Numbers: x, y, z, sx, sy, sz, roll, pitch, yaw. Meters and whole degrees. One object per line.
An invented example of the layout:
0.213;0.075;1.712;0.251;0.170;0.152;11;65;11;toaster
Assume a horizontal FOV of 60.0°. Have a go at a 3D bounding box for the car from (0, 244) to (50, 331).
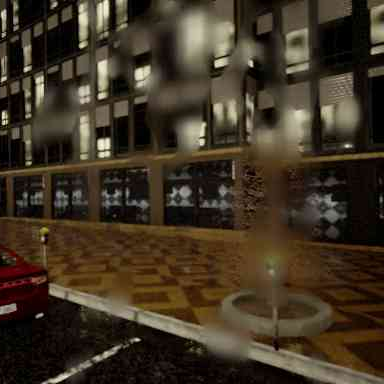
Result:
-4.424;1.527;6.047;4.507;1.381;1.887;0;-1;36;car
